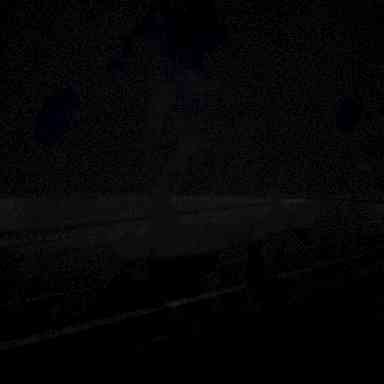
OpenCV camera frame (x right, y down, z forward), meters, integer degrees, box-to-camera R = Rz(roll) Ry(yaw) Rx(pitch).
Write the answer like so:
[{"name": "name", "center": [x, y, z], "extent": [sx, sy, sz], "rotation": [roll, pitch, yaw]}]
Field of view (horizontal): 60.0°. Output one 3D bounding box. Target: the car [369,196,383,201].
[{"name": "car", "center": [42.101, 1.485, 75.715], "extent": [1.895, 1.301, 4.718], "rotation": [0, 0, 2]}]
